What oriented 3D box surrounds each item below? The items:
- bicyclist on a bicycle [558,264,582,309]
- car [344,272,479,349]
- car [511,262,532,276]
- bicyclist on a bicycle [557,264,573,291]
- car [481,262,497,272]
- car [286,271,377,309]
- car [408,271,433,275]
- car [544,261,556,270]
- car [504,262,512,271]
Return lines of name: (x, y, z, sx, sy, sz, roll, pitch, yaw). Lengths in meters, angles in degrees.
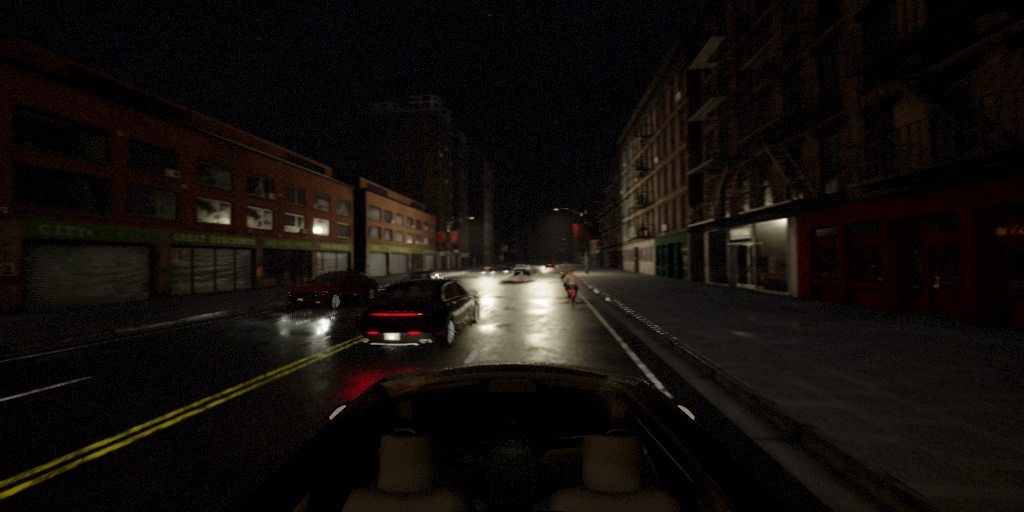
bicyclist on a bicycle: (2.407, 1.264, 14.401, 0.866, 1.612, 1.509, -1, 0, 6)
car: (-2.131, 1.353, 9.517, 1.837, 1.490, 4.892, -1, 0, 6)
car: (1.319, 1.671, 42.506, 1.895, 1.301, 4.718, -1, 0, 6)
bicyclist on a bicycle: (3.335, 1.320, 22.621, 0.866, 1.612, 1.509, -1, -1, 6)
car: (-3.707, 1.789, 58.559, 1.812, 1.442, 4.674, -1, -1, 6)
car: (-8.121, 1.470, 16.669, 1.882, 1.535, 5.008, -1, 0, 6)
car: (-4.652, 1.507, 18.590, 2.033, 1.411, 5.357, -1, 0, 6)
car: (6.825, 1.666, 64.222, 1.837, 1.490, 4.892, -1, 0, 6)
car: (-0.117, 1.740, 61.496, 1.837, 1.490, 4.892, -1, 0, 7)
